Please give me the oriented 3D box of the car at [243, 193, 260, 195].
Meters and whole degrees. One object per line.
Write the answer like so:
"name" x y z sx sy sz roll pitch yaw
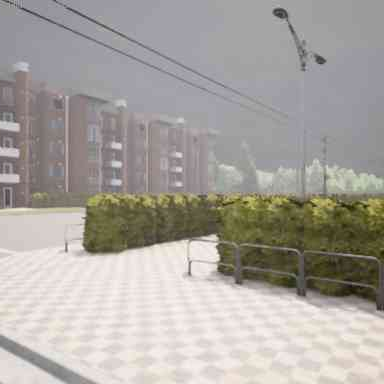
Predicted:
"car" 8.931 1.149 47.897 2.150 2.045 5.566 0 0 37

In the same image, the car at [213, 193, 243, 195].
"car" 4.772 1.137 48.169 2.150 2.045 5.566 0 0 36
